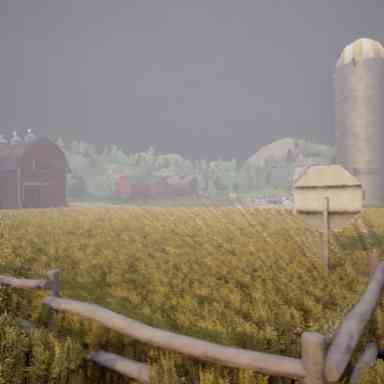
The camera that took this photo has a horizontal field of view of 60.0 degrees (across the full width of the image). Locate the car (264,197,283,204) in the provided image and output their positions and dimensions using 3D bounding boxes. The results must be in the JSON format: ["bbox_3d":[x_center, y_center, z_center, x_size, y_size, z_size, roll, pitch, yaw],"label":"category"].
[{"bbox_3d":[19.972,2.195,81.522,4.611,1.667,2.242,-1,-1,35],"label":"car"}]
